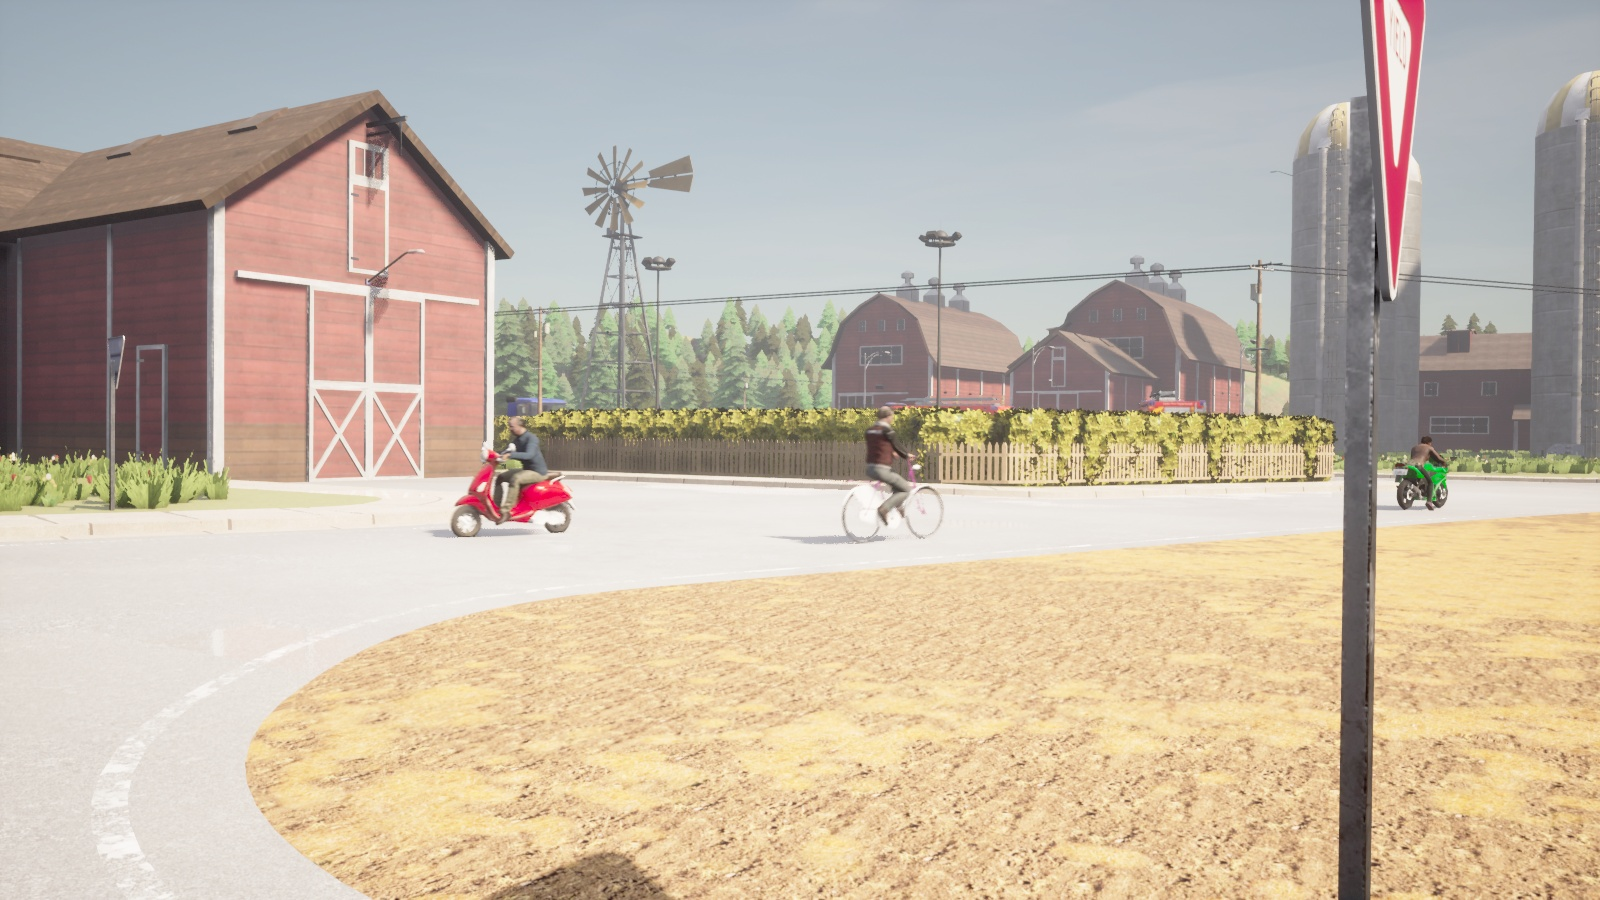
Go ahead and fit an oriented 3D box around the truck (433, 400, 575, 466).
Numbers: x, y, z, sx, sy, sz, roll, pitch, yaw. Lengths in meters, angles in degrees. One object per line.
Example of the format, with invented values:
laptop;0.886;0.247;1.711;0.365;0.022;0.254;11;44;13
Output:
truck;-16.337;-0.905;69.021;7.936;3.462;2.891;0;1;33

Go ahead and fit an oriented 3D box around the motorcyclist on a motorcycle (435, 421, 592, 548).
motorcyclist on a motorcycle;-3.781;0.415;16.653;1.817;1.590;0.866;-1;1;-39

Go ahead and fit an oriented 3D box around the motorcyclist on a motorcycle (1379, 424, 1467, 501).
motorcyclist on a motorcycle;12.862;0.233;25.914;2.044;1.523;0.797;-1;1;-37

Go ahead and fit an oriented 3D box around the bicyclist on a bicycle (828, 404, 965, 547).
bicyclist on a bicycle;1.281;0.298;16.395;1.843;1.776;0.659;-1;1;-40

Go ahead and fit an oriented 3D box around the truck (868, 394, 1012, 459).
truck;8.577;-1.431;77.662;8.468;3.827;2.891;0;1;34

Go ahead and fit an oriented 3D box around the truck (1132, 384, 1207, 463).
truck;19.033;-1.354;65.098;2.891;3.827;8.468;0;1;11
